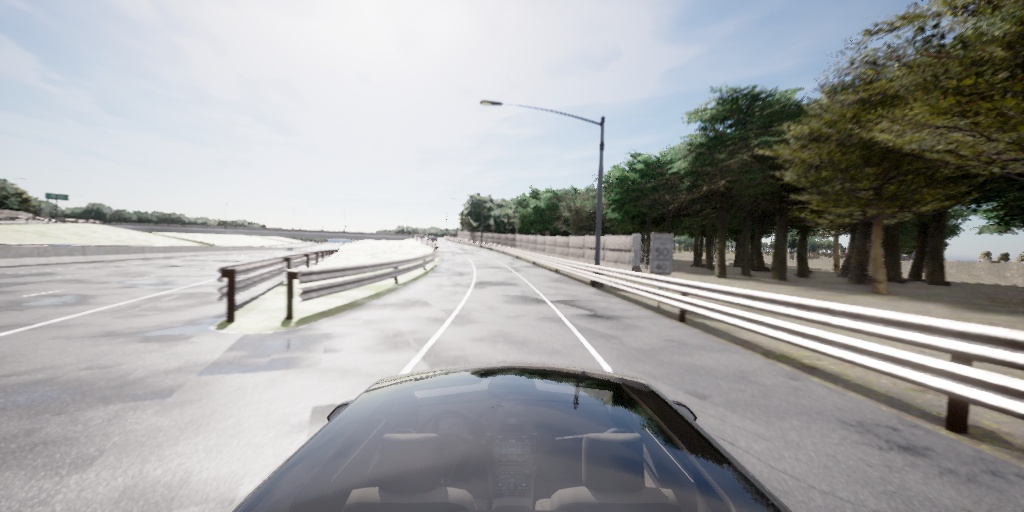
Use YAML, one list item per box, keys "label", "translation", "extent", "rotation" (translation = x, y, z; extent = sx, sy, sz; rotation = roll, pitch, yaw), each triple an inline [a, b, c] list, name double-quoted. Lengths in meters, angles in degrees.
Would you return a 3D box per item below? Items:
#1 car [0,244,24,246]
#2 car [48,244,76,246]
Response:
- label: "car"
  translation: [-47.918, -0.403, 34.065]
  extent: [2.033, 1.411, 5.357]
  rotation: [1, 1, -25]
- label: "car"
  translation: [-44.742, -0.437, 35.539]
  extent: [1.882, 1.535, 5.008]
  rotation: [1, 1, -25]
